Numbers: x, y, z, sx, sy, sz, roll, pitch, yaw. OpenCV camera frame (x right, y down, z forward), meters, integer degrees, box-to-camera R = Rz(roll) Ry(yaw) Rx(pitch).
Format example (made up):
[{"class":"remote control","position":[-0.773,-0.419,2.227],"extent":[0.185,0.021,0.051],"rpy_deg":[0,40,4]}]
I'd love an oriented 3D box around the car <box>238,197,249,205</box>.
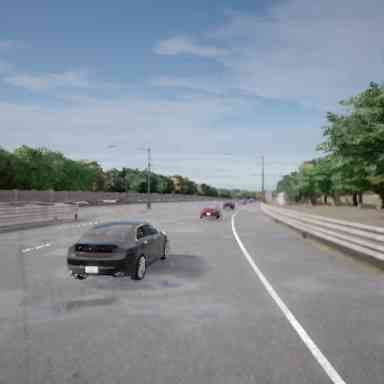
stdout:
[{"class":"car","position":[13.517,2.719,89.062],"extent":[2.033,1.411,5.357],"rpy_deg":[0,-1,13]}]

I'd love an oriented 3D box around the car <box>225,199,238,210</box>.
[{"class":"car","position":[6.299,2.213,56.074],"extent":[1.837,1.490,4.892],"rpy_deg":[0,-1,12]}]

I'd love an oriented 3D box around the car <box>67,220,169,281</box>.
[{"class":"car","position":[-2.012,1.637,10.333],"extent":[1.837,1.490,4.892],"rpy_deg":[0,-1,9]}]

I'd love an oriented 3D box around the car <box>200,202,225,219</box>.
[{"class":"car","position":[1.986,1.952,33.737],"extent":[1.812,1.442,4.674],"rpy_deg":[0,-1,10]}]
